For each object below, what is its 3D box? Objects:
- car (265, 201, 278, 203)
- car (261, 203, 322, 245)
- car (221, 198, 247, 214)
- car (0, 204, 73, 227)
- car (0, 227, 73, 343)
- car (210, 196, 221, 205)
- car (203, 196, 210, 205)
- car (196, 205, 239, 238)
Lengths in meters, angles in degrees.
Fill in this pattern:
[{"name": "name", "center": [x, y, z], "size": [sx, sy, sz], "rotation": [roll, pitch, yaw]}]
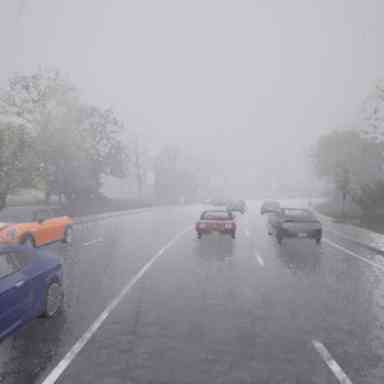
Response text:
[{"name": "car", "center": [8.097, 1.564, 34.042], "size": [1.994, 1.385, 4.181], "rotation": [0, 0, 14]}, {"name": "car", "center": [4.685, 1.493, 15.669], "size": [2.128, 1.511, 4.902], "rotation": [0, 0, 7]}, {"name": "car", "center": [4.750, 1.532, 35.231], "size": [2.033, 1.411, 5.357], "rotation": [0, 0, 14]}, {"name": "car", "center": [-6.381, 1.320, 12.613], "size": [2.097, 1.767, 4.553], "rotation": [0, 0, 6]}, {"name": "car", "center": [-3.406, 1.512, 4.647], "size": [1.812, 1.442, 4.674], "rotation": [0, 0, 3]}, {"name": "car", "center": [4.353, 1.533, 46.689], "size": [1.994, 1.385, 4.181], "rotation": [0, 0, 19]}, {"name": "car", "center": [3.247, 1.443, 53.944], "size": [2.128, 1.511, 4.902], "rotation": [0, 0, 22]}, {"name": "car", "center": [1.358, 1.589, 17.504], "size": [1.895, 1.301, 4.718], "rotation": [0, 0, 7]}]
